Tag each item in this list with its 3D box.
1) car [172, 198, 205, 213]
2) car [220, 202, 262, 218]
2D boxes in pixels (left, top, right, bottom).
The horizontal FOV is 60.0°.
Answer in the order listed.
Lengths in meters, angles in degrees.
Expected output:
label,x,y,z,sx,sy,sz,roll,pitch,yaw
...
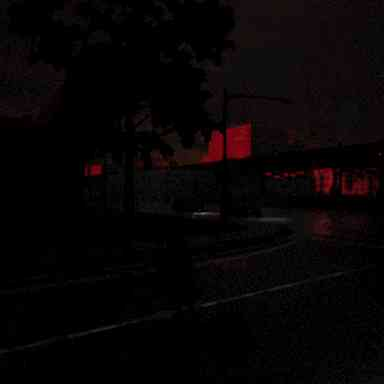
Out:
label,x,y,z,sx,sy,sz,roll,pitch,yaw
car,-0.551,1.836,42.627,2.033,1.411,5.357,1,0,-33
car,4.975,1.762,34.347,1.882,1.535,5.008,1,0,-34
